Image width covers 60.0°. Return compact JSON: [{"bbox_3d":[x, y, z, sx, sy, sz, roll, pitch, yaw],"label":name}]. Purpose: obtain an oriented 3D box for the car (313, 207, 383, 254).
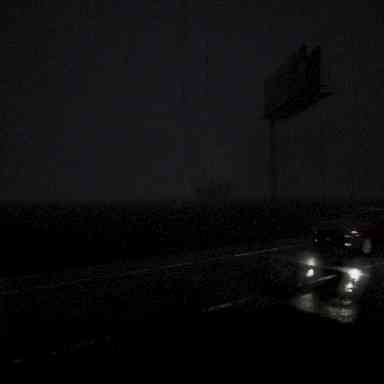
[{"bbox_3d":[6.809,1.365,13.095,5.008,1.535,1.882,0,0,-35],"label":"car"}]
